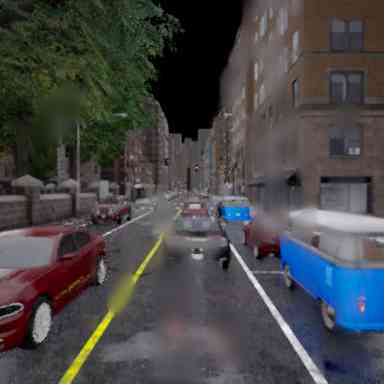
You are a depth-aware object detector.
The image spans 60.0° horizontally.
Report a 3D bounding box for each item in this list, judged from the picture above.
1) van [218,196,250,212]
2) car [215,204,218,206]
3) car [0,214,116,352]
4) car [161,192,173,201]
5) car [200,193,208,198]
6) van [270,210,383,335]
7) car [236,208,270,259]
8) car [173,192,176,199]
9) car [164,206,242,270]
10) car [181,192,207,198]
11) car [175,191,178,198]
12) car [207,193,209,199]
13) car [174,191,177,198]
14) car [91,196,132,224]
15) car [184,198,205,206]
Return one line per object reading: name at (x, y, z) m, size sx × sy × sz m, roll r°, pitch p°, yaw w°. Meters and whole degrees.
van at (2.989, 1.220, 23.427) m, size 1.690 × 1.788 × 3.998 m, roll 0°, pitch 0°, yaw 0°
car at (3.023, 1.412, 29.089) m, size 1.947 × 1.339 × 4.313 m, roll 0°, pitch 0°, yaw 0°
car at (-3.068, 1.442, 6.404) m, size 1.882 × 1.535 × 5.008 m, roll 0°, pitch 0°, yaw 0°
car at (-5.276, 1.136, 66.956) m, size 1.752 × 1.417 × 4.829 m, roll 0°, pitch 0°, yaw 0°
car at (3.413, 1.021, 94.360) m, size 2.008 × 1.369 × 4.403 m, roll 0°, pitch 0°, yaw 0°
van at (2.887, 1.311, 6.446) m, size 1.690 × 1.788 × 3.998 m, roll 0°, pitch 0°, yaw 0°
car at (2.921, 1.485, 12.108) m, size 1.887 × 1.381 × 4.507 m, roll 0°, pitch 0°, yaw 0°
car at (-5.242, 1.129, 72.577) m, size 2.008 × 1.369 × 4.403 m, roll 0°, pitch 0°, yaw 0°
car at (0.158, 1.434, 10.885) m, size 2.128 × 1.511 × 4.902 m, roll 0°, pitch 0°, yaw 0°
car at (0.253, 1.159, 35.352) m, size 2.097 × 1.767 × 4.553 m, roll 0°, pitch 0°, yaw 2°
car at (-5.177, 1.063, 83.478) m, size 1.887 × 1.381 × 4.507 m, roll 0°, pitch 0°, yaw 0°
car at (3.347, 0.966, 83.463) m, size 1.967 × 1.590 × 4.097 m, roll 0°, pitch 0°, yaw 0°
car at (-5.210, 1.093, 78.028) m, size 1.887 × 1.381 × 4.507 m, roll 0°, pitch 0°, yaw 0°
car at (-5.536, 1.186, 23.438) m, size 2.192 × 1.841 × 5.009 m, roll 0°, pitch 0°, yaw 0°
car at (0.235, 1.404, 23.084) m, size 1.812 × 1.442 × 4.674 m, roll 0°, pitch 0°, yaw 0°
